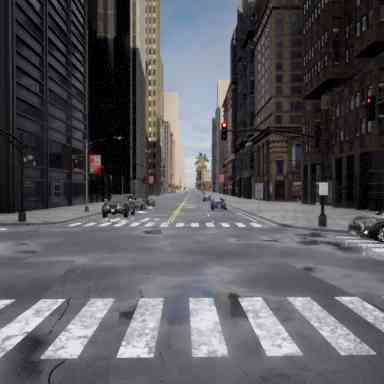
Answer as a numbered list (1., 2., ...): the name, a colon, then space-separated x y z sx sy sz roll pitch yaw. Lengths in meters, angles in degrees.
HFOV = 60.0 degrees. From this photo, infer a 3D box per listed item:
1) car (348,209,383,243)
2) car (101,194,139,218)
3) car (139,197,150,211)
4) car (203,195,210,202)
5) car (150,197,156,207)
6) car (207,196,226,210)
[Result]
1. car: 9.946 1.397 15.832 4.553 1.767 2.097 1 0 0
2. car: -6.638 1.190 30.636 2.150 2.045 5.566 0 0 0
3. car: -6.642 1.455 40.510 1.837 1.490 4.892 0 0 0
4. car: 3.214 1.416 70.995 1.812 1.442 4.674 0 0 0
5. car: -6.663 1.496 50.533 1.994 1.385 4.181 0 0 -1
6. car: 3.281 1.472 42.346 1.812 1.442 4.674 0 0 0
